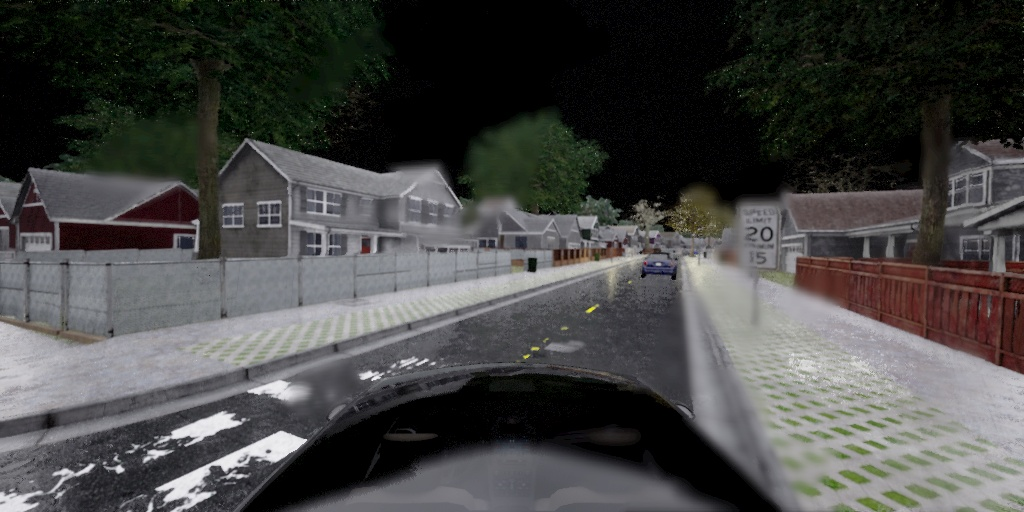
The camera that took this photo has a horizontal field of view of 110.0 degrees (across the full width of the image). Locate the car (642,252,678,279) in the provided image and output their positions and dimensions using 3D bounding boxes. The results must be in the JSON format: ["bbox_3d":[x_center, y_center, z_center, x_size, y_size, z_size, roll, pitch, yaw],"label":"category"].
[{"bbox_3d":[10.268,0.529,24.800,2.097,1.767,4.553,2,2,25],"label":"car"}]
